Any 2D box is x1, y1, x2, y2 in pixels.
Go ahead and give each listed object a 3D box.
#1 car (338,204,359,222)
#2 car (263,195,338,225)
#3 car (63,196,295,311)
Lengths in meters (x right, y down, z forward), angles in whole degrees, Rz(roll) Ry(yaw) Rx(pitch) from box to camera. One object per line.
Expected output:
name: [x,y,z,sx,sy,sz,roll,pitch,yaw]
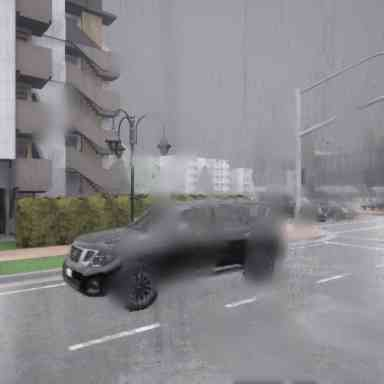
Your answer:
car: [10.770,1.351,26.615,2.097,1.767,4.553,0,0,-39]
car: [7.479,1.222,24.826,2.150,2.045,5.566,0,0,-36]
car: [-0.126,1.221,8.097,5.566,2.045,2.150,0,0,-34]
